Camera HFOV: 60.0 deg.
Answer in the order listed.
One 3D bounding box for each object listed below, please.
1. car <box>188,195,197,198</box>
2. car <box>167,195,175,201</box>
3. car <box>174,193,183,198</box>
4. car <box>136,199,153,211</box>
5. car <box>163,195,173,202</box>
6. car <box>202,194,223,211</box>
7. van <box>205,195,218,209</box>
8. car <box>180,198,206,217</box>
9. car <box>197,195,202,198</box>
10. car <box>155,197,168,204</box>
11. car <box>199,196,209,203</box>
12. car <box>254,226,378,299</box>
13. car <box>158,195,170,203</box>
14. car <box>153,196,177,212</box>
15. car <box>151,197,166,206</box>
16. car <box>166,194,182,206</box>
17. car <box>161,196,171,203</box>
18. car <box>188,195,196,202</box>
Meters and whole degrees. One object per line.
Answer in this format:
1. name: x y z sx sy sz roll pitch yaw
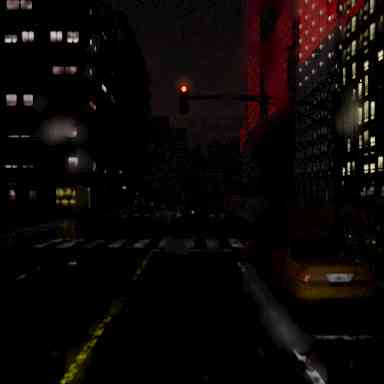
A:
1. car: -0.033 1.550 69.370 1.837 1.490 4.892 0 0 0
2. car: -5.735 1.607 90.162 1.752 1.417 4.829 0 0 0
3. car: -3.032 1.248 70.594 2.150 2.045 5.566 0 0 0
4. car: -5.712 1.560 40.592 2.008 1.369 4.403 0 0 0
5. car: -5.731 1.501 79.278 1.967 1.590 4.097 0 0 0
6. car: 2.667 1.324 40.596 2.192 1.841 5.009 0 0 0
7. van: 2.664 1.355 46.122 1.690 1.788 3.998 0 0 0
8. car: 0.081 1.533 30.879 1.812 1.442 4.674 0 0 0
9. car: 2.656 1.350 62.701 2.192 1.841 5.009 0 0 0
10. car: -5.723 1.579 62.697 1.887 1.381 4.507 0 0 0
11. car: 2.652 1.597 73.755 1.887 1.381 4.507 0 0 0
12. car: 2.683 1.524 8.353 1.752 1.417 4.829 0 0 0
13. car: -5.726 1.484 68.225 1.967 1.590 4.097 0 0 0
14. car: -3.118 1.534 39.044 1.812 1.442 4.674 0 0 0
15. car: -5.720 1.577 57.171 2.008 1.369 4.403 0 0 0
16. car: -3.113 1.501 54.948 1.882 1.535 5.008 0 0 0
17. car: -5.728 1.634 73.752 1.802 1.307 4.206 0 0 0
18. car: -0.036 1.454 79.788 1.882 1.535 5.008 0 0 0
